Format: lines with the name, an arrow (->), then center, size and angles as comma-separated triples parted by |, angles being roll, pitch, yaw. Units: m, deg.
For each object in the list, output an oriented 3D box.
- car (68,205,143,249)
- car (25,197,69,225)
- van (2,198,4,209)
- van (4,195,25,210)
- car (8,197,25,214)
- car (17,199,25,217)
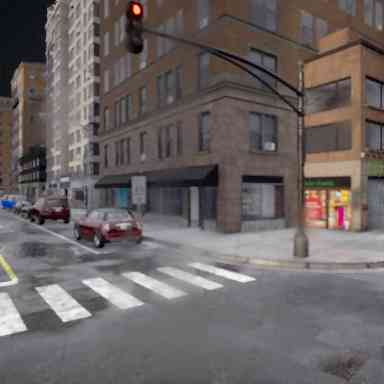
car -> -3.817, 1.429, 14.785 | 1.967, 1.590, 4.097 | 0, 0, -35
car -> -10.211, 1.298, 23.943 | 2.192, 1.841, 5.009 | 0, 0, -35
van -> -23.000, 1.290, 42.261 | 1.690, 1.788, 3.998 | 0, 0, -35
van -> -19.803, 1.301, 37.682 | 1.690, 1.788, 3.998 | 0, 0, -35
car -> -16.605, 1.520, 33.103 | 2.008, 1.369, 4.403 | 0, 0, -35
car -> -13.408, 1.543, 28.523 | 1.947, 1.339, 4.313 | 0, 0, -35
